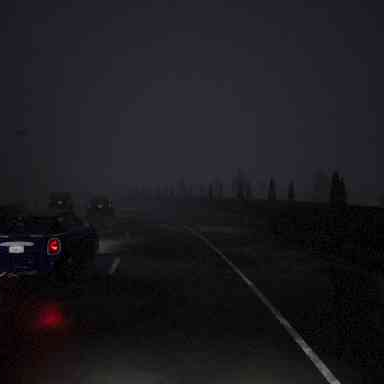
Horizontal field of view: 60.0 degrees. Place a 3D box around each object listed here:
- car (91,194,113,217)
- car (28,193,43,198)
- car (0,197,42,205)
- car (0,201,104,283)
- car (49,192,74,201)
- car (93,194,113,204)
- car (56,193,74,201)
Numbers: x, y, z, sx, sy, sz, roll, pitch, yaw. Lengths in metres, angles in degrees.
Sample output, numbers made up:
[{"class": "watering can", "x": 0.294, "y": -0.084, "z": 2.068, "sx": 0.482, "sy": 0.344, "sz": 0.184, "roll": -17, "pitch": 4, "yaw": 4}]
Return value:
[{"class": "car", "x": -8.061, "y": 1.202, "z": 29.048, "sx": 2.097, "sy": 1.767, "sz": 4.553, "roll": 0, "pitch": 0, "yaw": -16}, {"class": "car", "x": -38.351, "y": 0.960, "z": 81.482, "sx": 4.892, "sy": 1.490, "sz": 1.837, "roll": 0, "pitch": 0, "yaw": 38}, {"class": "car", "x": -8.205, "y": 1.287, "z": 14.023, "sx": 2.097, "sy": 1.767, "sz": 4.553, "roll": 0, "pitch": 0, "yaw": -8}, {"class": "car", "x": -4.128, "y": 1.304, "z": 9.620, "sx": 2.097, "sy": 1.767, "sz": 4.553, "roll": 0, "pitch": 0, "yaw": -5}, {"class": "car", "x": -12.985, "y": 1.058, "z": 33.037, "sx": 2.150, "sy": 2.045, "sz": 5.566, "roll": 0, "pitch": 0, "yaw": -20}, {"class": "car", "x": -15.074, "y": 1.165, "z": 56.227, "sx": 1.801, "sy": 1.575, "sz": 5.366, "roll": 0, "pitch": 0, "yaw": -32}, {"class": "car", "x": -26.840, "y": 1.023, "z": 70.264, "sx": 1.812, "sy": 1.442, "sz": 4.674, "roll": 0, "pitch": 0, "yaw": -43}]
